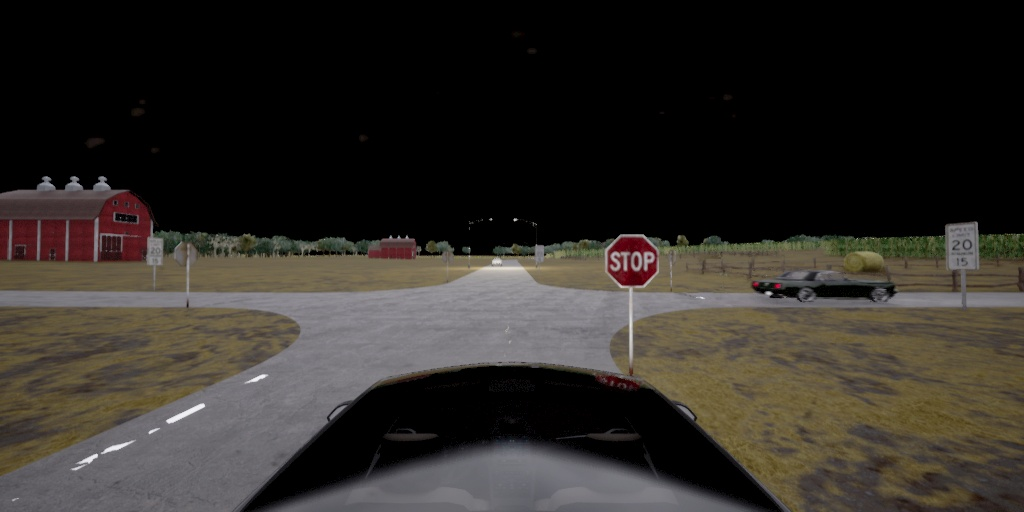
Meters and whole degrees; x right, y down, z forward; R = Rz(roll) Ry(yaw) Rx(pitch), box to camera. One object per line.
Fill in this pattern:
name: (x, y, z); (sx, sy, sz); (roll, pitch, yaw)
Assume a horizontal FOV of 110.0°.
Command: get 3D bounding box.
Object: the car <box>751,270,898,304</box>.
car: (12.844, 1.252, 14.872); (4.718, 1.301, 1.895); (0, -1, 0)
